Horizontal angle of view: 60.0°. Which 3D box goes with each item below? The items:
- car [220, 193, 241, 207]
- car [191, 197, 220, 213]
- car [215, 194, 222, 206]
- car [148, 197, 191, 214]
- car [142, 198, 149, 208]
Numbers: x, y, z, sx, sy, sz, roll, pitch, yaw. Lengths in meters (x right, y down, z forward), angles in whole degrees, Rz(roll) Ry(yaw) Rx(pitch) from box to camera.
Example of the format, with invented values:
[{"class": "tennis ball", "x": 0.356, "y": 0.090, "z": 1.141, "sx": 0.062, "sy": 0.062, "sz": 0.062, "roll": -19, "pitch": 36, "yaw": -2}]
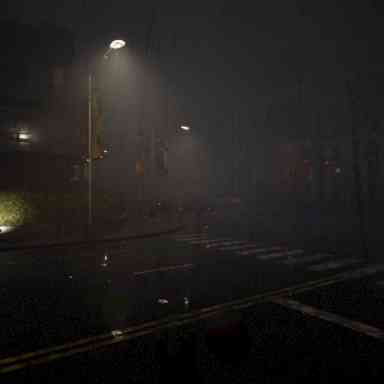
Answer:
[{"class": "car", "x": 5.002, "y": 1.221, "z": 50.901, "sx": 2.150, "sy": 2.045, "sz": 5.566, "roll": 0, "pitch": 0, "yaw": -34}, {"class": "car", "x": 0.670, "y": 1.564, "z": 36.667, "sx": 1.994, "sy": 1.385, "sz": 4.181, "roll": 0, "pitch": 0, "yaw": -35}, {"class": "car", "x": 1.744, "y": 1.478, "z": 49.483, "sx": 1.882, "sy": 1.535, "sz": 5.008, "roll": 0, "pitch": 0, "yaw": -35}, {"class": "car", "x": -2.414, "y": 1.526, "z": 34.972, "sx": 1.812, "sy": 1.442, "sz": 4.674, "roll": 0, "pitch": 0, "yaw": -35}, {"class": "car", "x": -5.130, "y": 1.492, "z": 45.096, "sx": 2.128, "sy": 1.511, "sz": 4.902, "roll": 0, "pitch": 0, "yaw": -34}]
